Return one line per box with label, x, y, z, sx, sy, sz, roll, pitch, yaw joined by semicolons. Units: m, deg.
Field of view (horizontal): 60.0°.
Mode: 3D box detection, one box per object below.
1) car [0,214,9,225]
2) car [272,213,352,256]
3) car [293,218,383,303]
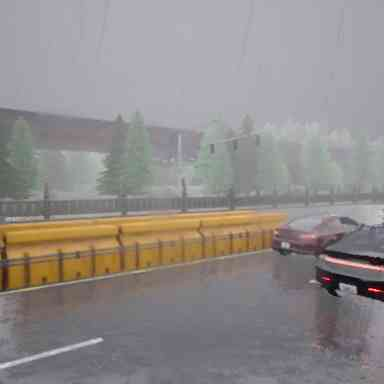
car;-12.300;1.550;16.709;5.357;1.411;2.033;-1;0;-35
car;4.728;1.435;11.439;4.674;1.442;1.812;-1;0;-35
car;4.661;1.423;7.107;4.902;1.511;2.128;-1;0;-35
